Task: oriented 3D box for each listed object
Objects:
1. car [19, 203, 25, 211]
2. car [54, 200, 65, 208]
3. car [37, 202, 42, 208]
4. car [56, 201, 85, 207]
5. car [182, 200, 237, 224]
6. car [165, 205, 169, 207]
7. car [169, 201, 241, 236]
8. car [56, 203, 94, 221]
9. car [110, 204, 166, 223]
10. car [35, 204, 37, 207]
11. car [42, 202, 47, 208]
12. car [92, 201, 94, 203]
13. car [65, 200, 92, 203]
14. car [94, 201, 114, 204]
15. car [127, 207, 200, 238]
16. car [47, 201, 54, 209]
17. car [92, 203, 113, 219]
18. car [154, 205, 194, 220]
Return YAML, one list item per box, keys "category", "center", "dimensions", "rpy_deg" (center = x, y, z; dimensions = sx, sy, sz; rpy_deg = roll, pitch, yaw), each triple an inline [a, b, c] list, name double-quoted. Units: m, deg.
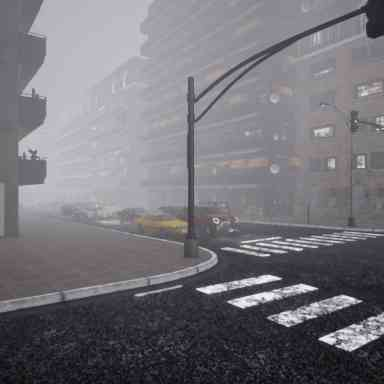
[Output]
- category: "car"
  center: [-31.929, 2.770, 61.288]
  dimensions: [1.887, 1.381, 4.507]
  rpy_deg: [-1, 0, -36]
- category: "car"
  center: [-25.220, 2.524, 66.246]
  dimensions: [2.192, 1.841, 5.009]
  rpy_deg: [-1, 0, -36]
- category: "car"
  center: [-35.210, 3.050, 79.986]
  dimensions: [1.887, 1.381, 4.507]
  rpy_deg: [-1, 0, -36]
- category: "car"
  center: [-16.164, 2.333, 44.110]
  dimensions: [1.812, 1.442, 4.674]
  rpy_deg: [0, -1, -36]
- category: "car"
  center: [1.432, 1.713, 29.608]
  dimensions: [2.192, 1.841, 5.009]
  rpy_deg: [-1, 0, -36]
- category: "car"
  center: [-2.153, 1.955, 30.221]
  dimensions: [1.837, 1.490, 4.892]
  rpy_deg: [0, -1, -36]
- category: "car"
  center: [0.885, 1.635, 20.617]
  dimensions: [2.097, 1.767, 4.553]
  rpy_deg: [0, -1, -36]
- category: "car"
  center: [-11.938, 2.163, 33.808]
  dimensions: [1.887, 1.381, 4.507]
  rpy_deg: [-1, 0, -36]
- category: "car"
  center: [-4.699, 2.003, 28.280]
  dimensions: [2.033, 1.411, 5.357]
  rpy_deg: [0, -1, -36]
- category: "car"
  center: [-38.536, 3.168, 84.569]
  dimensions: [1.947, 1.339, 4.313]
  rpy_deg: [-1, 0, -36]
- category: "car"
  center: [-31.877, 2.973, 75.406]
  dimensions: [1.947, 1.339, 4.313]
  rpy_deg: [-1, 0, -36]
- category: "car"
  center: [-16.451, 2.307, 54.996]
  dimensions: [2.097, 1.767, 4.553]
  rpy_deg: [0, -1, -36]
- category: "car"
  center: [-17.746, 2.278, 51.656]
  dimensions: [2.097, 1.767, 4.553]
  rpy_deg: [0, -1, -36]
- category: "car"
  center: [-12.431, 2.290, 49.534]
  dimensions: [1.801, 1.575, 5.366]
  rpy_deg: [0, -1, -36]
- category: "car"
  center: [-1.844, 1.833, 19.930]
  dimensions: [1.752, 1.417, 4.829]
  rpy_deg: [-1, 0, -36]
- category: "car"
  center: [-28.552, 2.623, 70.827]
  dimensions: [2.192, 1.841, 5.009]
  rpy_deg: [-1, 0, -36]
- category: "car"
  center: [-10.293, 2.228, 35.982]
  dimensions: [1.895, 1.301, 4.718]
  rpy_deg: [0, -1, -36]
- category: "car"
  center: [-1.893, 2.045, 34.188]
  dimensions: [1.887, 1.381, 4.507]
  rpy_deg: [-1, 0, -36]
